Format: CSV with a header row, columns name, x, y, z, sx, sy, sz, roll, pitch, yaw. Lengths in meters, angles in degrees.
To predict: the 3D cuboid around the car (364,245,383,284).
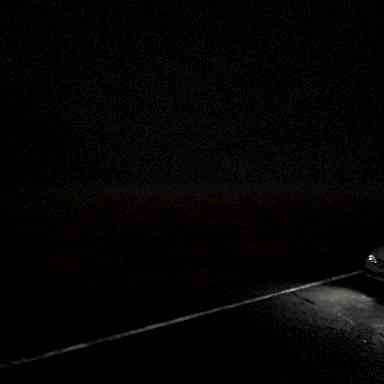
name,x,y,z,sx,sy,sz,roll,pitch,yaw
car,6.272,1.531,8.440,4.674,1.442,1.812,0,0,-35
